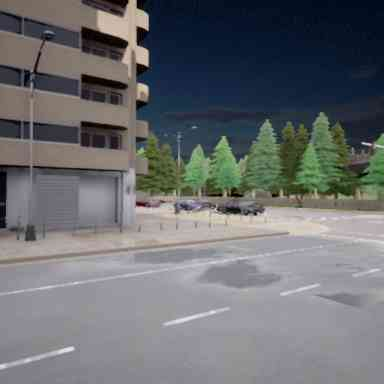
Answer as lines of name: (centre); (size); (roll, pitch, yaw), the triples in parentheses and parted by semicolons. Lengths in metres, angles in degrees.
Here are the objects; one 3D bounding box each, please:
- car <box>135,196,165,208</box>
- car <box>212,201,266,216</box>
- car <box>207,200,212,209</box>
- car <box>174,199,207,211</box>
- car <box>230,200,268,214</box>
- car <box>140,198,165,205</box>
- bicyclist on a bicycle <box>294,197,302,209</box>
car: (-6.746, 1.464, 50.140); (4.553, 1.767, 2.097); (0, 0, 43)
car: (4.913, 1.663, 34.698); (2.033, 1.411, 5.357); (1, 0, -37)
car: (1.271, 1.688, 46.035); (2.033, 1.411, 5.357); (1, 0, -36)
car: (-0.506, 1.642, 42.427); (1.812, 1.442, 4.674); (1, 0, -36)
car: (6.521, 1.705, 38.514); (1.994, 1.385, 4.181); (0, 0, -35)
car: (-7.618, 1.766, 64.104); (4.718, 1.301, 1.895); (0, 0, 31)
bicyclist on a bicycle: (14.681, 1.521, 46.102); (1.656, 1.620, 0.582); (0, 0, -35)
